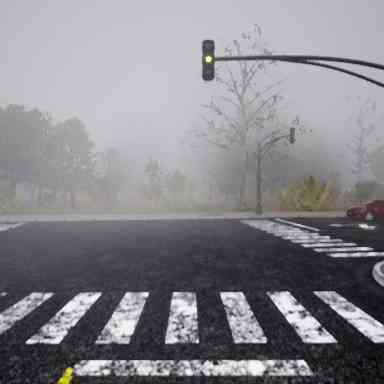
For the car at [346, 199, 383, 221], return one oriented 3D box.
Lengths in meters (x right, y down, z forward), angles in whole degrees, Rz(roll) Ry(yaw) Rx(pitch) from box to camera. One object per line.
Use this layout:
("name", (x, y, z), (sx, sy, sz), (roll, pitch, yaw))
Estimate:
("car", (14.158, 1.307, 24.974), (5.008, 1.535, 1.882), (0, 1, -9))
